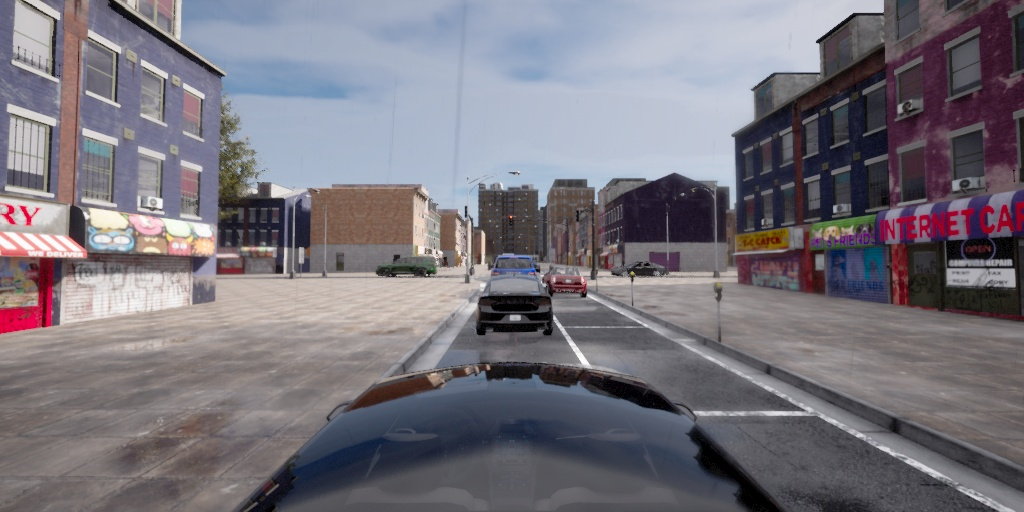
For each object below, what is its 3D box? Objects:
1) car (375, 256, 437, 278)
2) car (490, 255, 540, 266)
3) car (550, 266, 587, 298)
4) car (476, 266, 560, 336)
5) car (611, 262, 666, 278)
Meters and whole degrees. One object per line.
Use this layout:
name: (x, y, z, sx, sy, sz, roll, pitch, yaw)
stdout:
car: (-9.865, 1.081, 33.775, 5.566, 2.045, 2.150, 0, -2, 0)
car: (0.083, 0.991, 18.097, 2.150, 2.045, 5.566, 0, 0, 0)
car: (2.631, 1.210, 18.783, 1.967, 1.591, 4.097, 0, 0, 0)
car: (0.044, 1.235, 10.504, 1.882, 1.535, 5.008, 0, 0, -1)
car: (11.841, 1.331, 33.713, 4.892, 1.490, 1.837, 0, -2, 2)
